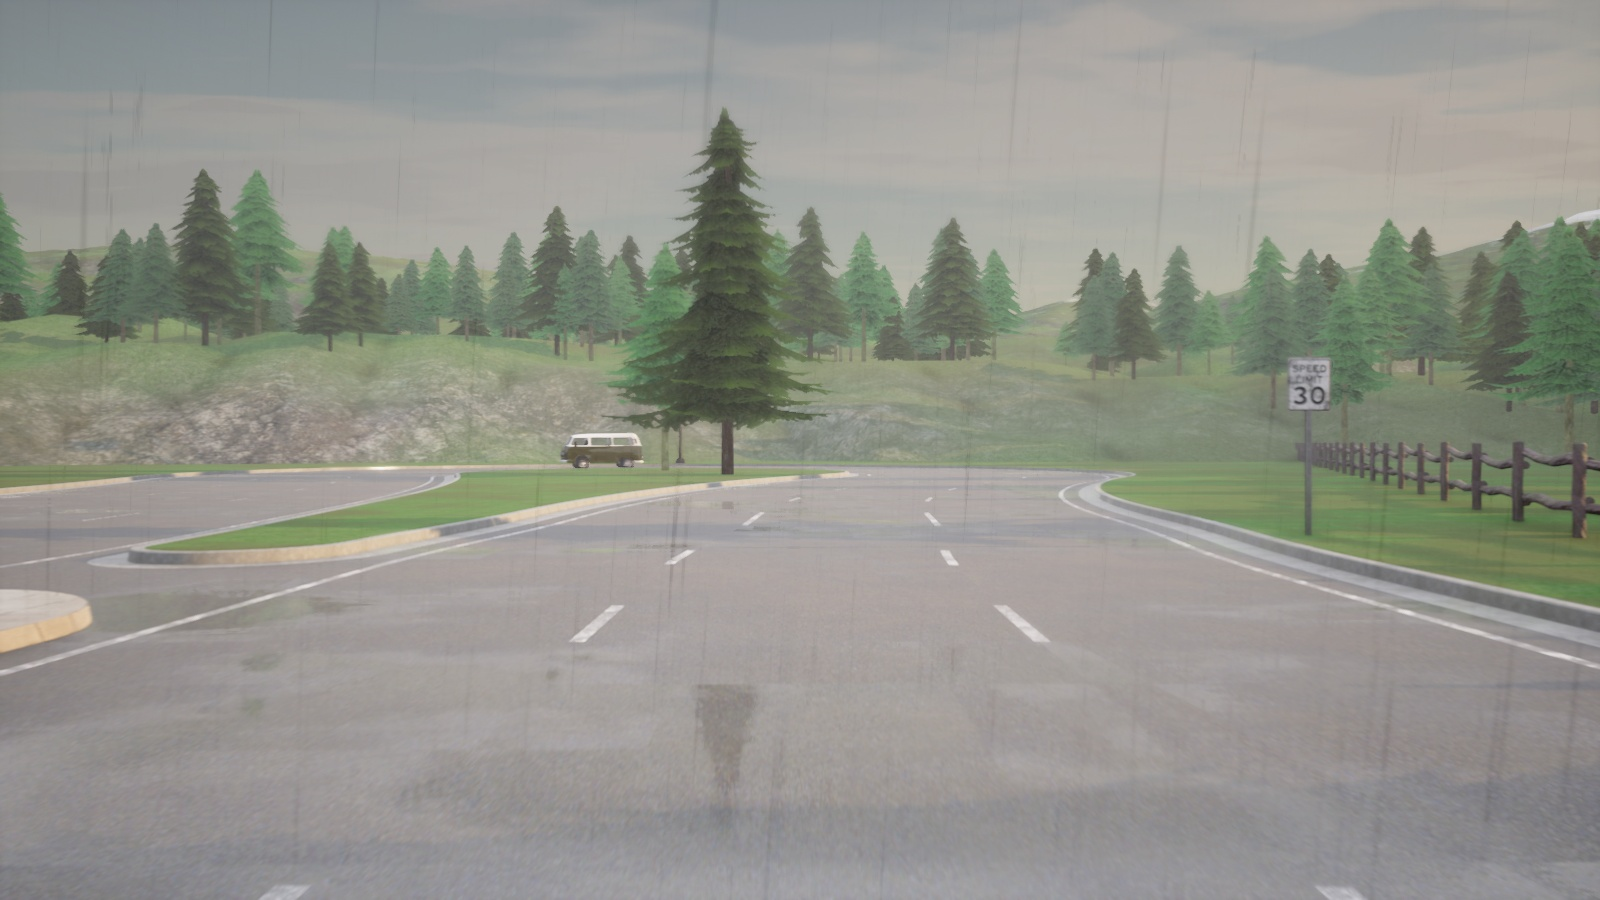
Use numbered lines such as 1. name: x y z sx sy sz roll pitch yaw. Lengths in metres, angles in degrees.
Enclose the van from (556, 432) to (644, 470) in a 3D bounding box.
1. van: -11.058 0.070 69.370 4.480 2.038 2.069 0 0 -19
